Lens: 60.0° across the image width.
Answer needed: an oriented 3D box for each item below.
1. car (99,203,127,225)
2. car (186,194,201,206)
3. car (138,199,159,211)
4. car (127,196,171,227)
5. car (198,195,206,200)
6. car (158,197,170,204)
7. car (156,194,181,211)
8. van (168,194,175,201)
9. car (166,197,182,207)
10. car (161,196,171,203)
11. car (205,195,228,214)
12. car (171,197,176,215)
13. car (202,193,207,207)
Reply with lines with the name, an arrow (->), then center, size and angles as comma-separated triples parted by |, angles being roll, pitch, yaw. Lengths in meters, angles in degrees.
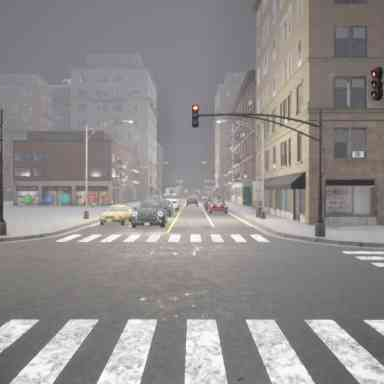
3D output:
car -> -5.361, 1.526, 23.939 | 1.752, 1.417, 4.829 | 0, 0, 0
car -> 0.062, 1.508, 54.044 | 1.837, 1.490, 4.892 | 0, 0, 0
car -> -5.342, 1.552, 41.095 | 2.008, 1.369, 4.403 | 0, 0, 0
car -> -2.777, 1.352, 22.413 | 2.097, 1.767, 4.553 | 0, 0, -1
car -> 2.742, 1.575, 92.042 | 1.947, 1.339, 4.313 | 0, 0, 0
car -> -5.316, 1.586, 63.743 | 1.802, 1.307, 4.206 | 0, 0, 0
car -> -2.760, 1.223, 41.427 | 2.150, 2.045, 5.566 | 0, 0, 0
van -> -5.290, 1.349, 86.390 | 1.690, 1.788, 3.998 | 0, 0, 0
car -> -2.747, 1.550, 51.846 | 2.033, 1.411, 5.357 | 0, 0, 1
car -> -5.309, 1.530, 69.235 | 1.752, 1.417, 4.829 | 0, 0, 0
car -> 2.677, 1.441, 35.423 | 1.967, 1.590, 4.097 | 0, 0, 0
car -> -2.804, 1.506, 31.615 | 1.837, 1.490, 4.892 | 0, 0, 0
car -> 2.683, 1.317, 41.085 | 2.192, 1.841, 5.009 | 0, 0, 0
